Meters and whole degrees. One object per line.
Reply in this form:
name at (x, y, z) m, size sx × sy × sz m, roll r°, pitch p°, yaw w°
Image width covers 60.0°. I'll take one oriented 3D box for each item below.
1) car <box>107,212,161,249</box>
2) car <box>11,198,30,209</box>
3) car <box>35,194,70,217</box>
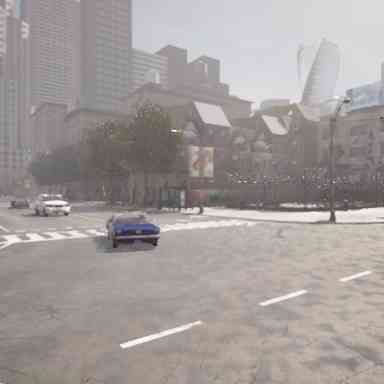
car at (-2.714, 1.601, 14.851) m, size 1.895 × 1.301 × 4.718 m, roll 0°, pitch 0°, yaw -18°
car at (-24.052, 1.569, 46.487) m, size 1.812 × 1.442 × 4.674 m, roll 0°, pitch 0°, yaw -36°
car at (-13.408, 1.231, 31.762) m, size 2.150 × 2.045 × 5.566 m, roll 0°, pitch 0°, yaw -36°
